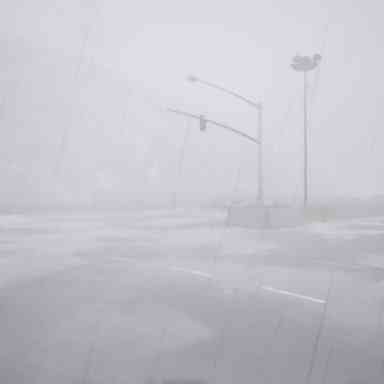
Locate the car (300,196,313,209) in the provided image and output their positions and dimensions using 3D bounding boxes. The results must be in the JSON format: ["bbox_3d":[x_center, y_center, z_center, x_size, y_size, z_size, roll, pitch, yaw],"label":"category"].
[{"bbox_3d":[14.751,1.443,40.296,4.718,1.301,1.895,0,0,-35],"label":"car"}]

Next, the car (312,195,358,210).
[{"bbox_3d":[15.877,1.350,36.810,4.892,1.490,1.837,0,0,-35],"label":"car"}]

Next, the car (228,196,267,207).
[{"bbox_3d":[6.646,1.435,34.540,5.357,1.411,2.033,0,0,-36],"label":"car"}]

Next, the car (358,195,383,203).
[{"bbox_3d":[23.339,1.155,42.085,4.553,1.767,2.097,0,0,-35],"label":"car"}]

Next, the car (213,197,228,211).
[{"bbox_3d":[5.102,1.239,37.728,4.553,1.767,2.097,0,0,-35],"label":"car"}]

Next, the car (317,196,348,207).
[{"bbox_3d":[20.523,1.304,48.620,4.892,1.490,1.837,0,0,-35],"label":"car"}]

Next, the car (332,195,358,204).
[{"bbox_3d":[26.341,1.234,57.244,5.008,1.535,1.882,0,0,-38],"label":"car"}]

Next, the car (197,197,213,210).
[{"bbox_3d":[2.836,1.382,40.410,4.902,1.511,2.128,0,0,-35],"label":"car"}]

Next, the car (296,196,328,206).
[{"bbox_3d":[18.646,1.348,51.579,5.357,1.411,2.033,0,0,-36],"label":"car"}]

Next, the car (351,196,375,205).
[{"bbox_3d":[27.728,1.322,53.844,4.181,1.385,1.994,0,0,-38],"label":"car"}]

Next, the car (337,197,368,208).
[{"bbox_3d":[21.951,1.365,45.369,4.181,1.385,1.994,0,0,-35],"label":"car"}]

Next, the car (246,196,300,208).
[{"bbox_3d":[7.602,1.418,30.918,4.674,1.442,1.812,0,0,-35],"label":"car"}]

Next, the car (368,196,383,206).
[{"bbox_3d":[29.230,1.307,50.609,5.357,1.411,2.033,0,0,-36],"label":"car"}]
